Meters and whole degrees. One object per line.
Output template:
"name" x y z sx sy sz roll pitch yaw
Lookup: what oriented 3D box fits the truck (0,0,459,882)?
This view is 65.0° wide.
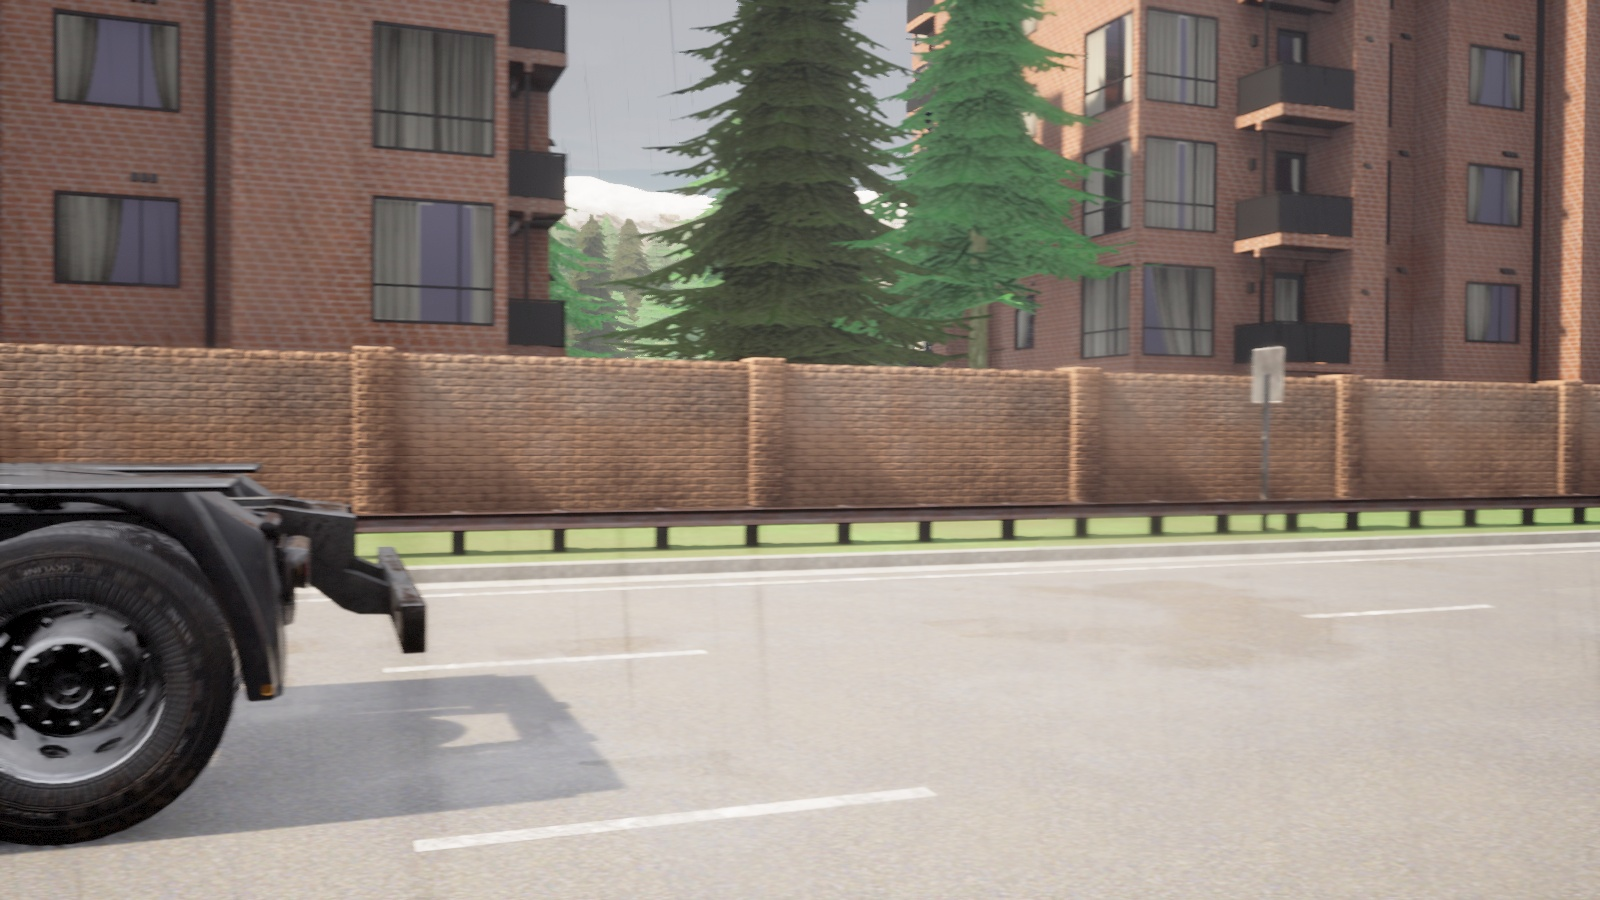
"truck" -5.586 -0.193 4.850 7.936 3.462 2.891 -1 1 -21
